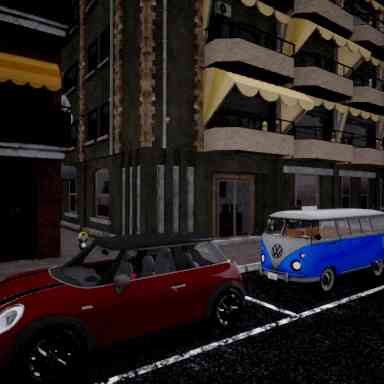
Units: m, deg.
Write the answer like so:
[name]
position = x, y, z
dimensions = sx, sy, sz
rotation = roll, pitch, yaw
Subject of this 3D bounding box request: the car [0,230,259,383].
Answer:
[car]
position = -1.140, 1.440, 5.280
dimensions = 4.097, 1.590, 1.967
rotation = 0, 0, -35

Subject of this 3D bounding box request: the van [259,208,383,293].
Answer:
[van]
position = 3.494, 1.343, 8.582
dimensions = 3.998, 1.788, 1.690
rotation = 0, 0, -35
